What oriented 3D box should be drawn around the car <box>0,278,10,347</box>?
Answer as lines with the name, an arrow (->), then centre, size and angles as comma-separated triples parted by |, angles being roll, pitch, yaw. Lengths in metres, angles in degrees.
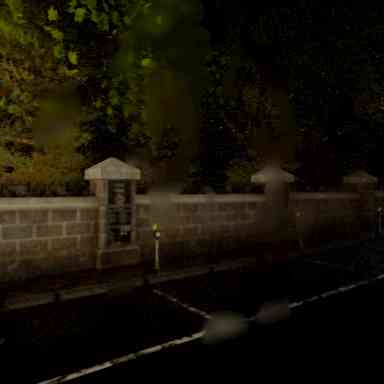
car -> -4.393, 1.562, 3.419 | 4.403, 1.369, 2.008 | 0, 1, -35
